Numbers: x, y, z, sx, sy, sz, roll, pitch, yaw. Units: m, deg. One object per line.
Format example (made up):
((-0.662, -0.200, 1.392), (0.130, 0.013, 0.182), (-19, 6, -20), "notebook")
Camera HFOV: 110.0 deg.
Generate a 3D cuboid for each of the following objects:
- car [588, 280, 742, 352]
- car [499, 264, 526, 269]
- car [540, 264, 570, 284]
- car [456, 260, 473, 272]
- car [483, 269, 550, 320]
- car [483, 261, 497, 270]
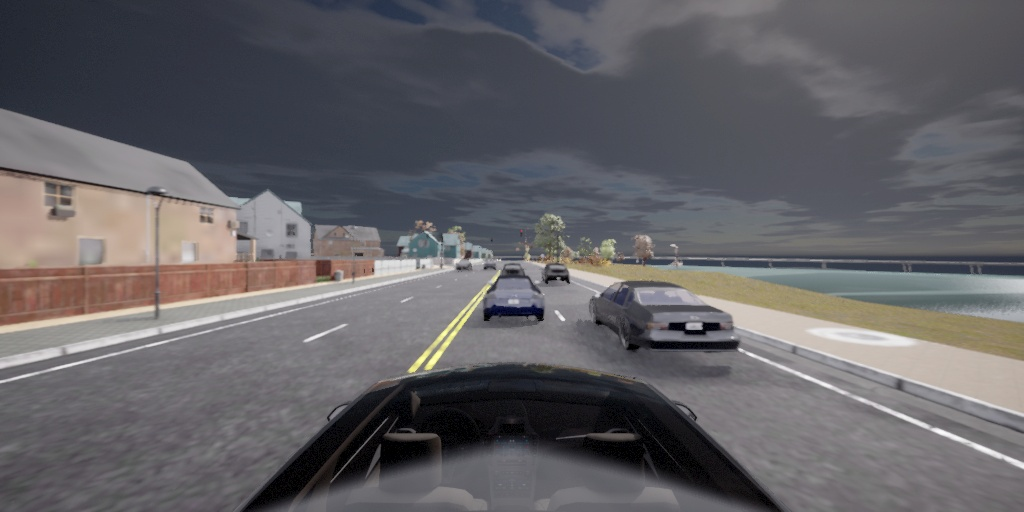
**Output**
((3.288, 1.313, 8.944), (2.033, 1.411, 5.357), (0, 0, 1), "car")
((0.056, 1.317, 27.728), (1.837, 1.490, 4.892), (0, 0, 0), "car")
((3.305, 1.317, 27.731), (1.837, 1.490, 4.892), (0, 0, 0), "car")
((-6.598, 1.352, 49.775), (1.882, 1.535, 5.008), (0, 0, 0), "car")
((0.063, 1.337, 12.676), (1.994, 1.385, 4.181), (0, 0, 0), "car")
((-3.315, 1.439, 54.829), (2.033, 1.411, 5.357), (0, 0, 1), "car")
